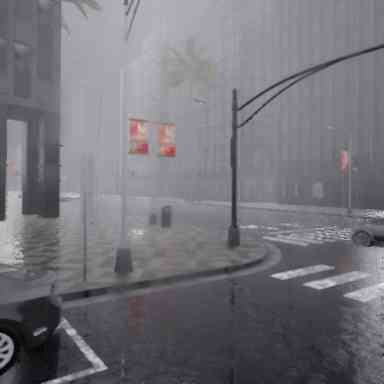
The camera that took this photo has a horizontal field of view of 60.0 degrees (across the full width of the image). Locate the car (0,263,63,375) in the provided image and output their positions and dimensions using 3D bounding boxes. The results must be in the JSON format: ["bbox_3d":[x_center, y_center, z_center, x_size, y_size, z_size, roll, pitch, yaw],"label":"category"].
[{"bbox_3d":[-3.869,1.543,3.888,4.403,1.369,2.008,1,0,-35],"label":"car"}]

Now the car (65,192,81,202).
[{"bbox_3d":[-18.101,0.754,51.003,1.812,1.442,4.674,1,1,-35],"label":"car"}]

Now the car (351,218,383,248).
[{"bbox_3d":[8.651,1.666,13.174,1.994,1.385,4.181,1,1,-35],"label":"car"}]
